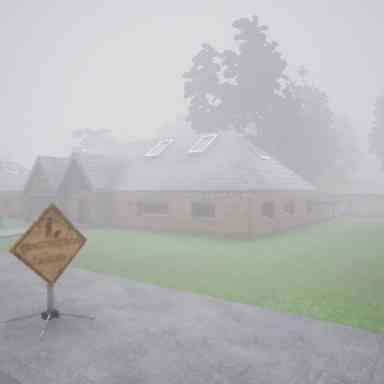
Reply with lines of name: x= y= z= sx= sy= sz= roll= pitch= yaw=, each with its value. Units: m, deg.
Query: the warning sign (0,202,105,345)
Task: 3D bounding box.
warning sign: x=-2.248 y=1.115 z=5.288 sx=1.060 sy=1.860 sz=1.300 roll=0 pitch=0 yaw=36
